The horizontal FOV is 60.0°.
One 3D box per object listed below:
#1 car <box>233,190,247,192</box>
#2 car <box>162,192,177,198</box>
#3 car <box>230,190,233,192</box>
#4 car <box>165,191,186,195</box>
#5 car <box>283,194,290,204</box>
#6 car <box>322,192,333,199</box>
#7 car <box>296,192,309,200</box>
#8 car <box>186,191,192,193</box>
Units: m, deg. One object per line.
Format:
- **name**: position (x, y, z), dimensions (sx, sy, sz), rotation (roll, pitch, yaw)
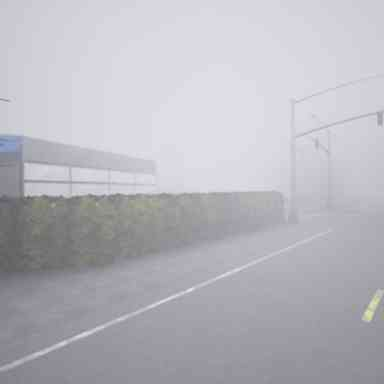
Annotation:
- **car**: position (12.151, 0.498, 77.167), dimensions (1.932, 1.855, 4.605), rotation (0, 0, 36)
- **car**: position (-6.111, 0.722, 89.665), dimensions (1.970, 1.475, 3.806), rotation (0, 0, 36)
- **car**: position (9.565, 0.493, 78.554), dimensions (1.905, 1.878, 3.866), rotation (0, 0, 36)
- **car**: position (-3.944, 0.917, 66.028), dimensions (2.007, 1.523, 4.514), rotation (0, 0, 36)
- **car**: position (11.652, 0.948, 45.070), dimensions (2.007, 1.523, 4.514), rotation (0, 0, 36)
- **car**: position (27.051, 0.708, 66.059), dimensions (1.845, 1.501, 3.633), rotation (0, 0, 36)
- **car**: position (20.258, 0.808, 61.842), dimensions (1.970, 1.475, 3.806), rotation (0, 0, 36)
- **car**: position (-0.747, 0.616, 86.127), dimensions (2.152, 1.636, 5.027), rotation (0, 0, 36)
